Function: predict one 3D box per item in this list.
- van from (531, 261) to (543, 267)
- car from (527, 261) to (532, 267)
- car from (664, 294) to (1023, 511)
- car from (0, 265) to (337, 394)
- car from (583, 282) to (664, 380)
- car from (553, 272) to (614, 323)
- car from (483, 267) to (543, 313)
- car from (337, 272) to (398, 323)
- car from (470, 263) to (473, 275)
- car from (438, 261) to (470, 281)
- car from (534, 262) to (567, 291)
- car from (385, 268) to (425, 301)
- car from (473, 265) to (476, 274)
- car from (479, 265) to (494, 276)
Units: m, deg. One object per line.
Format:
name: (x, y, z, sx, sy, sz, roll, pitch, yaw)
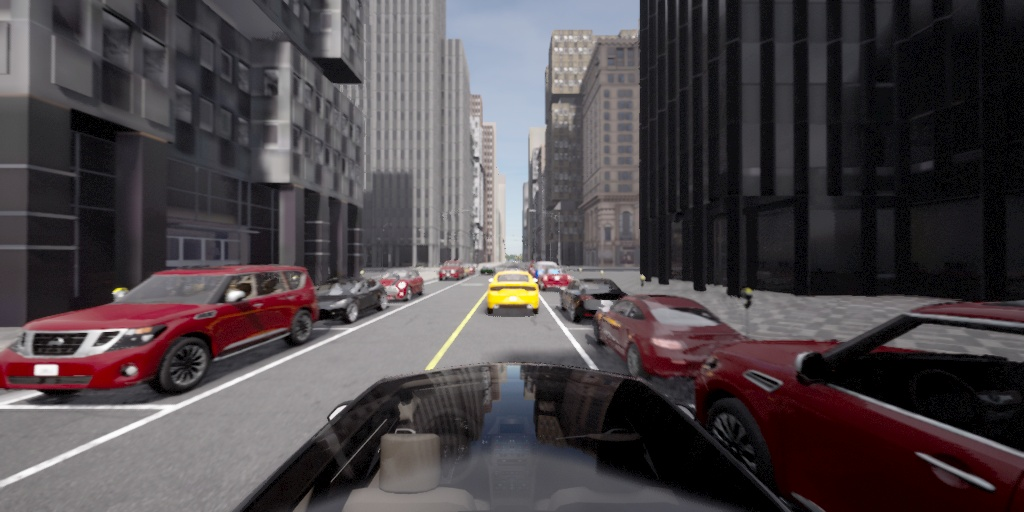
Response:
van: (2.753, 1.377, 29.360, 1.690, 1.789, 3.998, 0, 0, 0)
car: (2.751, 1.534, 34.961, 1.967, 1.591, 4.097, 0, 0, 0)
car: (2.762, 1.061, 1.353, 2.192, 1.841, 5.009, 0, 0, 0)
car: (-5.765, 1.119, 6.948, 2.192, 1.841, 5.009, 0, 0, 0)
car: (2.760, 1.386, 6.954, 1.802, 1.307, 4.207, 0, 0, 0)
car: (2.758, 1.428, 12.556, 1.948, 1.339, 4.313, 0, 0, 0)
car: (0.046, 1.362, 14.667, 1.882, 1.535, 5.008, 0, -1, 0)
car: (-5.767, 1.428, 12.549, 1.948, 1.339, 4.313, 0, 0, 0)
car: (-5.776, 1.679, 40.389, 1.751, 1.417, 4.829, 0, 0, 0)
car: (-5.774, 1.410, 34.957, 2.192, 1.841, 5.009, 0, 0, 0)
car: (2.755, 1.418, 23.758, 1.967, 1.591, 4.097, 0, 0, 0)
car: (-5.769, 1.360, 18.151, 1.967, 1.591, 4.097, 0, 0, 0)
car: (-5.778, 1.652, 46.161, 1.967, 1.591, 4.097, 0, 0, 0)
car: (-3.055, 1.807, 45.610, 1.895, 1.301, 4.718, 0, -1, 0)
